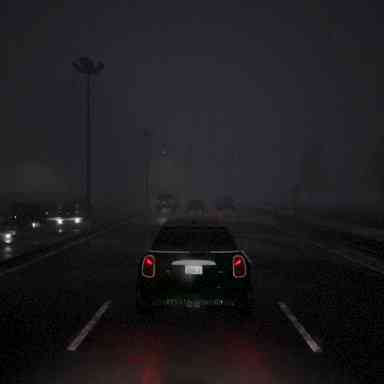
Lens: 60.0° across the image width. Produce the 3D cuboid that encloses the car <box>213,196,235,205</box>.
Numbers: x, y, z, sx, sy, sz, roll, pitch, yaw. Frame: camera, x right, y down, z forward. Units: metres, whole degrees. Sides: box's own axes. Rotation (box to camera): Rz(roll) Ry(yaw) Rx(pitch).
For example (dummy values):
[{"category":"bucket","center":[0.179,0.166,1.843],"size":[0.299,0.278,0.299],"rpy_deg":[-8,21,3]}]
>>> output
[{"category":"car","center":[4.006,1.352,40.178],"size":[2.097,1.767,4.553],"rpy_deg":[0,0,1]}]

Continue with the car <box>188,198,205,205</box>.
[{"category":"car","center":[0.506,1.491,40.206],"size":[2.128,1.511,4.902],"rpy_deg":[0,0,1]}]

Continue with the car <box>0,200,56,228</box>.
[{"category":"car","center":[-11.252,1.491,21.915],"size":[2.128,1.511,4.902],"rpy_deg":[0,0,1]}]

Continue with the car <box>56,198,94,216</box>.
[{"category":"car","center":[-11.116,1.352,32.051],"size":[2.097,1.767,4.553],"rpy_deg":[0,0,1]}]

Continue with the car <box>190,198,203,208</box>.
[{"category":"car","center":[0.629,1.601,50.548],"size":[1.895,1.301,4.718],"rpy_deg":[0,0,1]}]

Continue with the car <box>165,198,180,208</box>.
[{"category":"car","center":[-2.883,1.564,50.185],"size":[1.994,1.385,4.181],"rpy_deg":[0,0,1]}]

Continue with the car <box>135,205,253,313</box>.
[{"category":"car","center":[0.060,1.352,7.812],"size":[2.097,1.767,4.553],"rpy_deg":[0,0,1]}]

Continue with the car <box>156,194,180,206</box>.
[{"category":"car","center":[-3.011,1.221,39.594],"size":[2.150,2.045,5.566],"rpy_deg":[0,0,1]}]

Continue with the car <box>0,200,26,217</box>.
[{"category":"car","center":[-18.116,1.526,32.114],"size":[1.812,1.442,4.674],"rpy_deg":[0,0,1]}]
